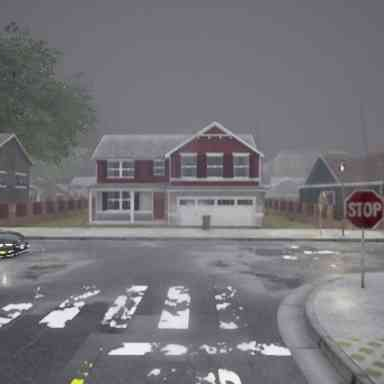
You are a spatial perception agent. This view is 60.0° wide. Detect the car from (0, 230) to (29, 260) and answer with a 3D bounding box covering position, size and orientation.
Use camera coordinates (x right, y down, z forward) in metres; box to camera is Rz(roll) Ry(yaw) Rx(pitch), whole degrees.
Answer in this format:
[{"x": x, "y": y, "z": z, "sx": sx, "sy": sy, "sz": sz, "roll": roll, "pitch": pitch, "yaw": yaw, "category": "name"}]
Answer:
[{"x": -8.191, "y": 1.601, "z": 11.344, "sx": 4.892, "sy": 1.490, "sz": 1.837, "roll": 1, "pitch": 0, "yaw": 1, "category": "car"}]
